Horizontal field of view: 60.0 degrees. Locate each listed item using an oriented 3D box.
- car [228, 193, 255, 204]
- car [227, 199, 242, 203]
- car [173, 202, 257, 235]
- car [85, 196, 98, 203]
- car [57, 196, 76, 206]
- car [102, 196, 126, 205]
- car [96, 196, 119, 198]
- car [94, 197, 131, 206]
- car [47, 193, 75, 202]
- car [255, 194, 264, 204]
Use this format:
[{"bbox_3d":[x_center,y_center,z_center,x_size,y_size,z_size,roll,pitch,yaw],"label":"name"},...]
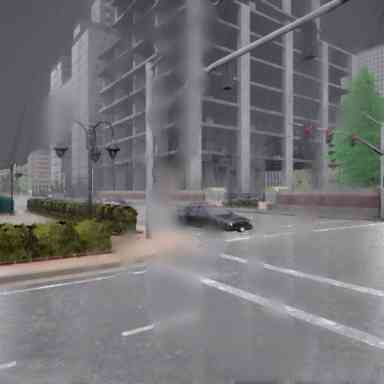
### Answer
[{"bbox_3d":[7.095,1.114,50.650,1.905,1.878,3.866,0,0,-36],"label":"car"},{"bbox_3d":[0.895,1.492,24.860,2.033,1.411,5.357,0,0,-36],"label":"car"},{"bbox_3d":[0.975,1.492,18.781,2.033,1.411,5.357,0,0,-36],"label":"car"},{"bbox_3d":[-19.444,1.436,65.103,2.128,1.511,4.902,0,0,-36],"label":"car"},{"bbox_3d":[-20.613,1.474,54.618,1.812,1.442,4.674,0,0,-36],"label":"car"},{"bbox_3d":[-13.340,1.436,56.692,2.128,1.511,4.902,0,0,-36],"label":"car"},{"bbox_3d":[-8.916,1.492,38.353,2.033,1.411,5.357,0,0,-36],"label":"car"},{"bbox_3d":[-6.704,1.470,29.351,1.812,1.442,4.674,0,0,-36],"label":"car"},{"bbox_3d":[-18.196,1.166,45.213,2.150,2.045,5.566,0,0,-36],"label":"car"},{"bbox_3d":[9.485,1.114,52.365,1.905,1.878,3.866,0,0,-36],"label":"car"}]
